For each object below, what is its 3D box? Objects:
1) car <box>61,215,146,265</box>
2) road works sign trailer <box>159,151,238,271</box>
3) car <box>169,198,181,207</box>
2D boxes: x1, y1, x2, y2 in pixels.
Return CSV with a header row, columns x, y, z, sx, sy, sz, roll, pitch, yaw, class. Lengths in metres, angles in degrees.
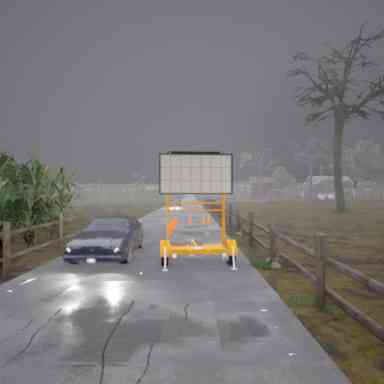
x,y,z,sx,sy,sz,roll,pitch,yaw,class
-2.847,1.561,12.048,2.033,1.411,5.357,0,0,0,car
0.115,0.476,10.977,2.380,3.560,2.880,0,0,-5,road works sign trailer
-2.821,1.681,54.845,2.128,1.511,4.902,0,0,0,car
